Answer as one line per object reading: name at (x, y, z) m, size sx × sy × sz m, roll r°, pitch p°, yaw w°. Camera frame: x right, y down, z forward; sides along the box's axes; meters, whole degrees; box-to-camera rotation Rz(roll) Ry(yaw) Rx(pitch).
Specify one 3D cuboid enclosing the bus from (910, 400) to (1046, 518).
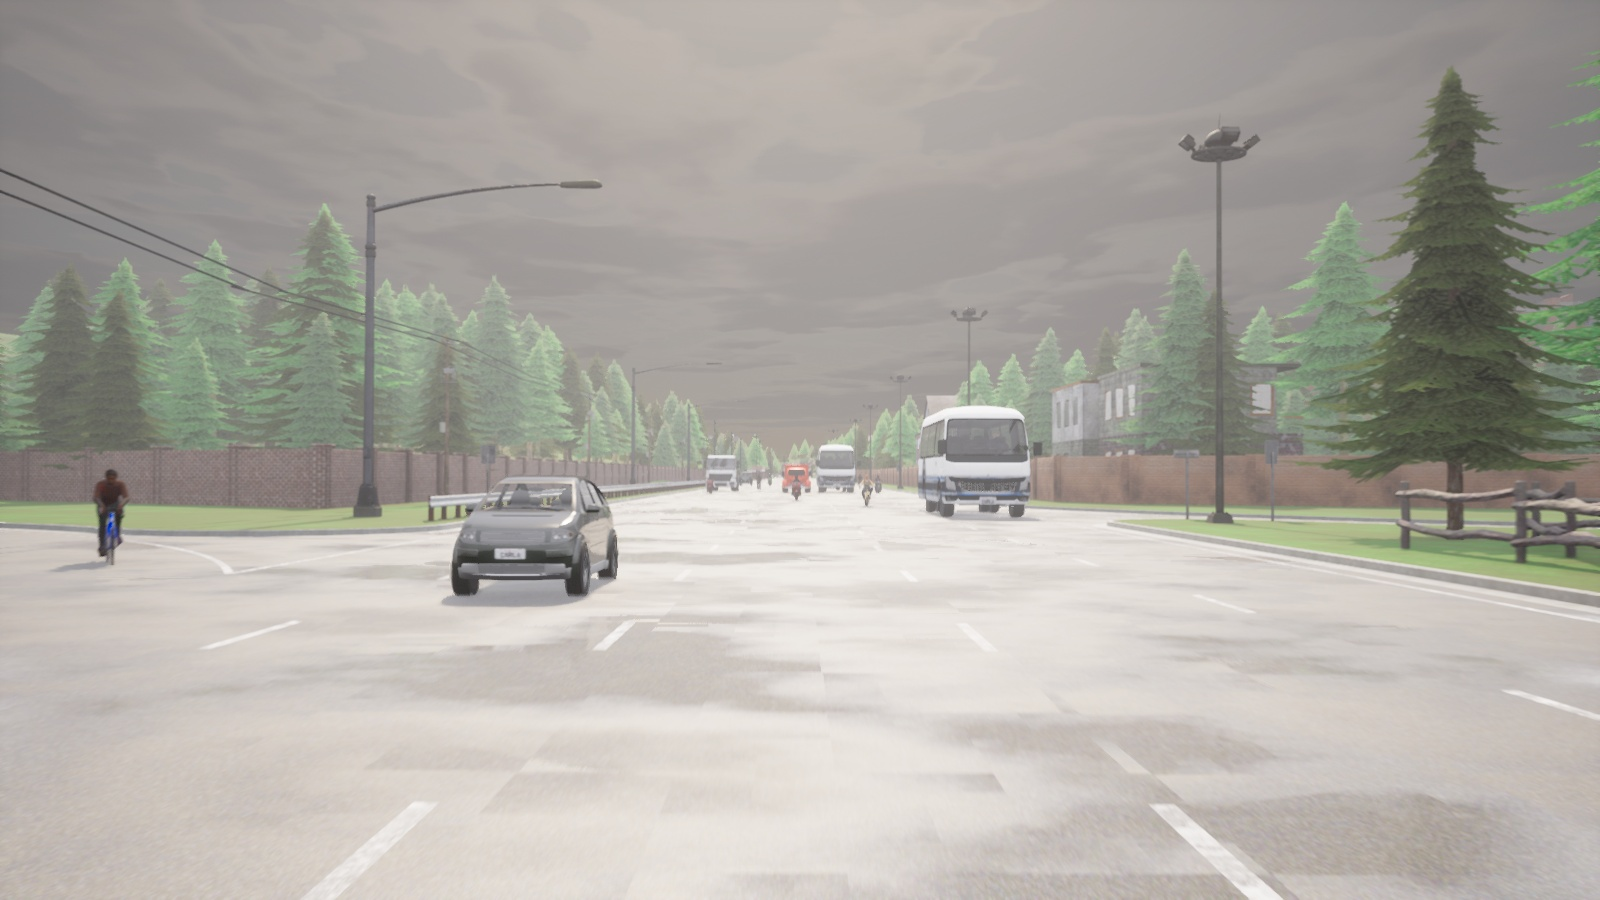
bus at (6.867, 0.407, 50.444) m, size 3.944 × 4.253 × 10.273 m, roll 0°, pitch -1°, yaw 0°

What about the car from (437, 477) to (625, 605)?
car at (-3.544, 1.151, 17.193) m, size 1.789 × 1.549 × 3.705 m, roll 0°, pitch -1°, yaw 0°

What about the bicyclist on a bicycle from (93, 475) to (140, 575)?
bicyclist on a bicycle at (-11.614, 1.239, 21.327) m, size 0.582 × 1.620 × 1.656 m, roll 0°, pitch -1°, yaw -33°
